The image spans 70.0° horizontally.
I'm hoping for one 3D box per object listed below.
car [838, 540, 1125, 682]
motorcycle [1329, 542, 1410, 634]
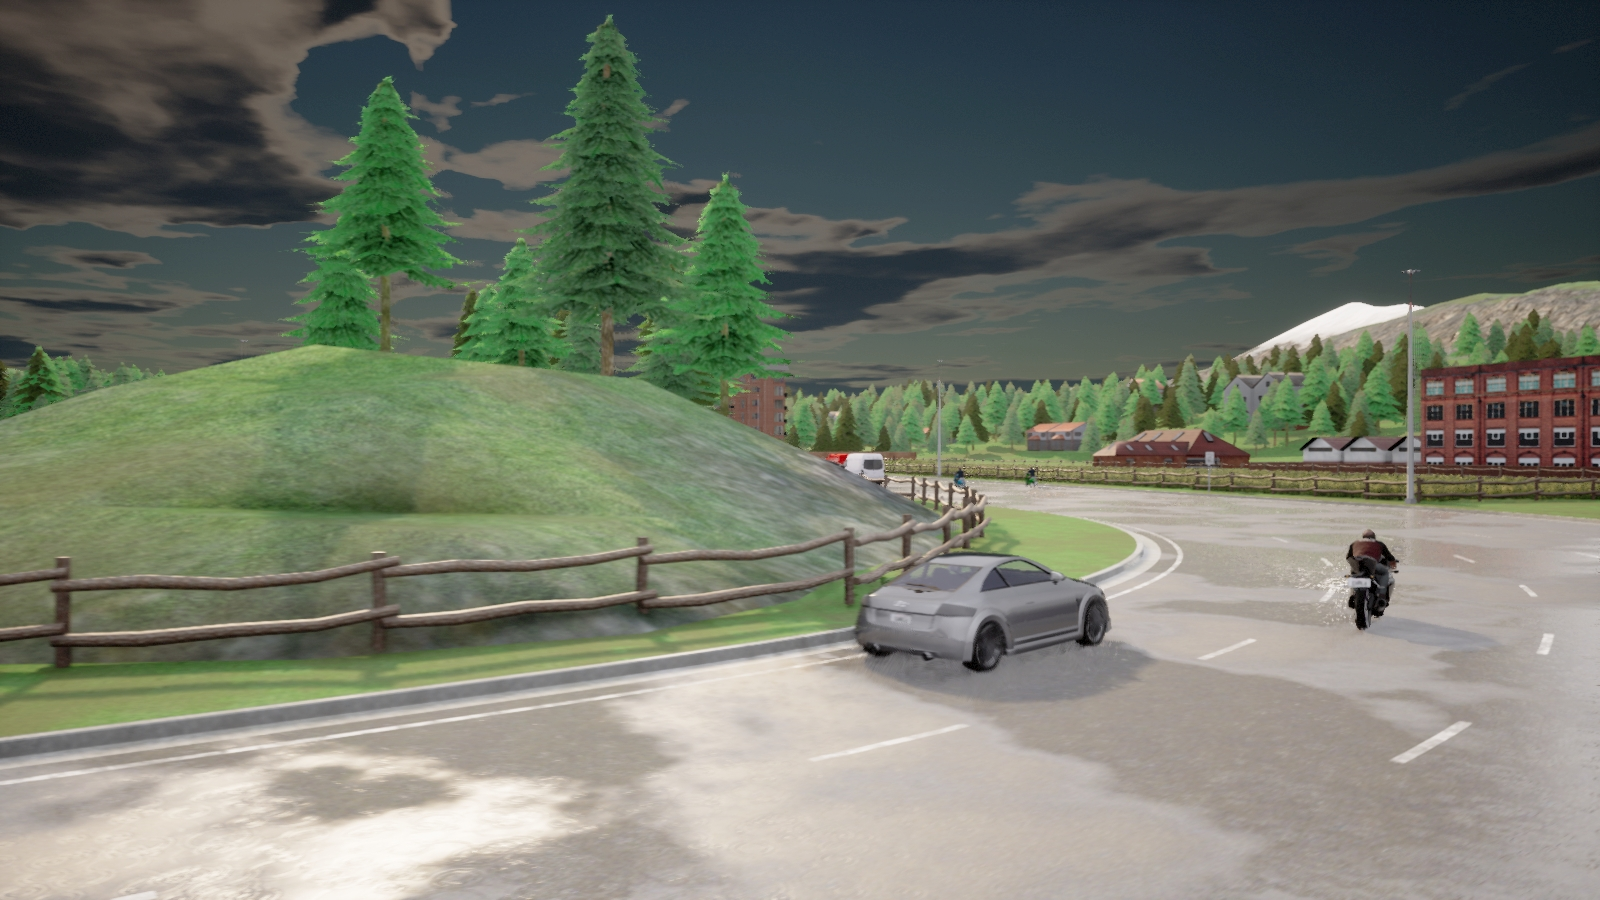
[{"bbox_3d":[2.653,2.124,16.057,1.994,1.385,4.181,0,0,43],"label":"car"},{"bbox_3d":[9.364,2.213,18.728,0.867,1.251,2.209,-2,-1,34],"label":"motorcycle"}]
